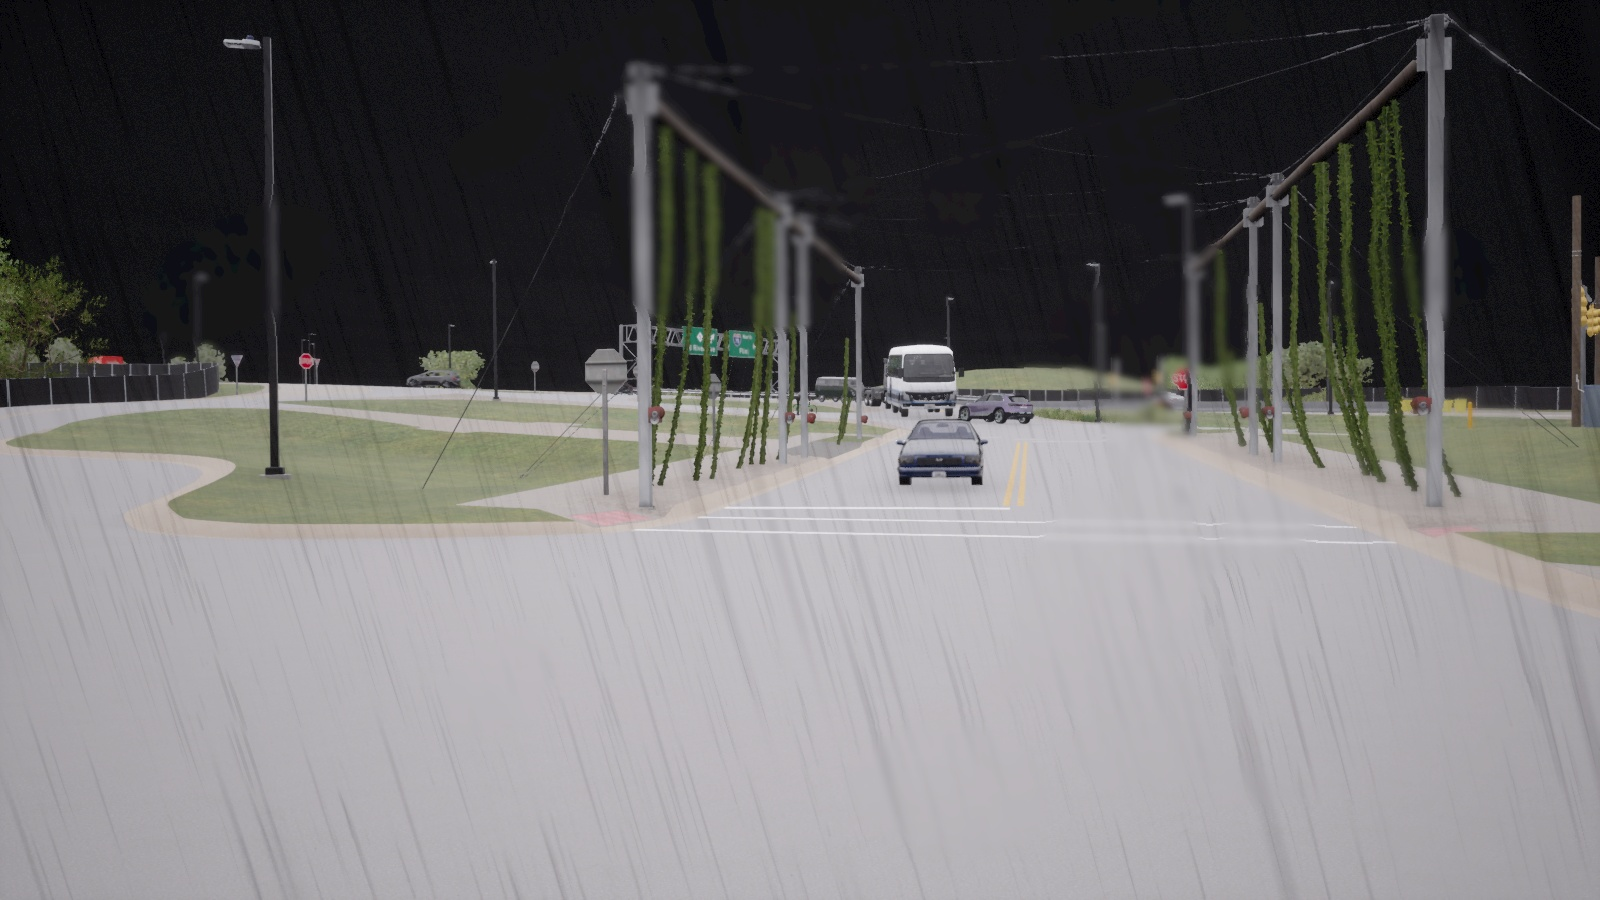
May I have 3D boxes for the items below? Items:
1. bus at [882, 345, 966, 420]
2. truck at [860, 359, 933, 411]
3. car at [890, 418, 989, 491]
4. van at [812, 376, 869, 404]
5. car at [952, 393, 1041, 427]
[{"bbox_3d":[7.442,-4.248,77.097,3.944,4.253,10.273,0,4,-1],"label":"bus"},{"bbox_3d":[6.704,-4.677,88.364,2.891,3.462,7.936,-1,4,-13],"label":"truck"},{"bbox_3d":[3.293,0.026,28.781,2.033,1.411,5.357,0,3,9],"label":"car"},{"bbox_3d":[3.113,-4.633,97.218,1.775,1.987,4.442,-2,5,-40],"label":"van"},{"bbox_3d":[10.474,-2.181,67.196,2.033,1.649,4.856,0,3,-30],"label":"car"}]
